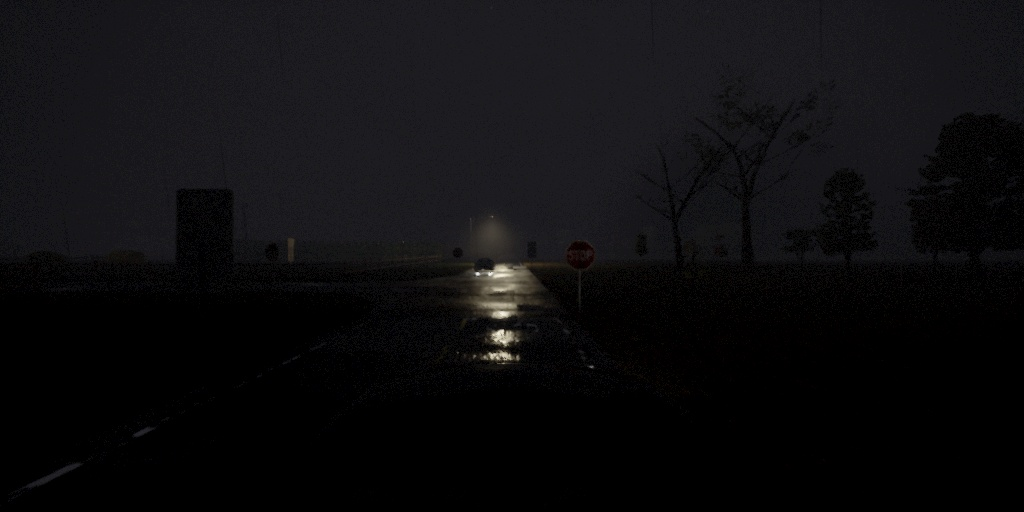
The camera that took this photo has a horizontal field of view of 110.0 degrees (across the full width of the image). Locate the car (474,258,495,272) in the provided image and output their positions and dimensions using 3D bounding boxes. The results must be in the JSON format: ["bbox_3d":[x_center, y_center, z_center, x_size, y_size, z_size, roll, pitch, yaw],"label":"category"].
[{"bbox_3d":[-2.737,0.866,36.523,2.033,1.411,5.357,0,1,0],"label":"car"}]
